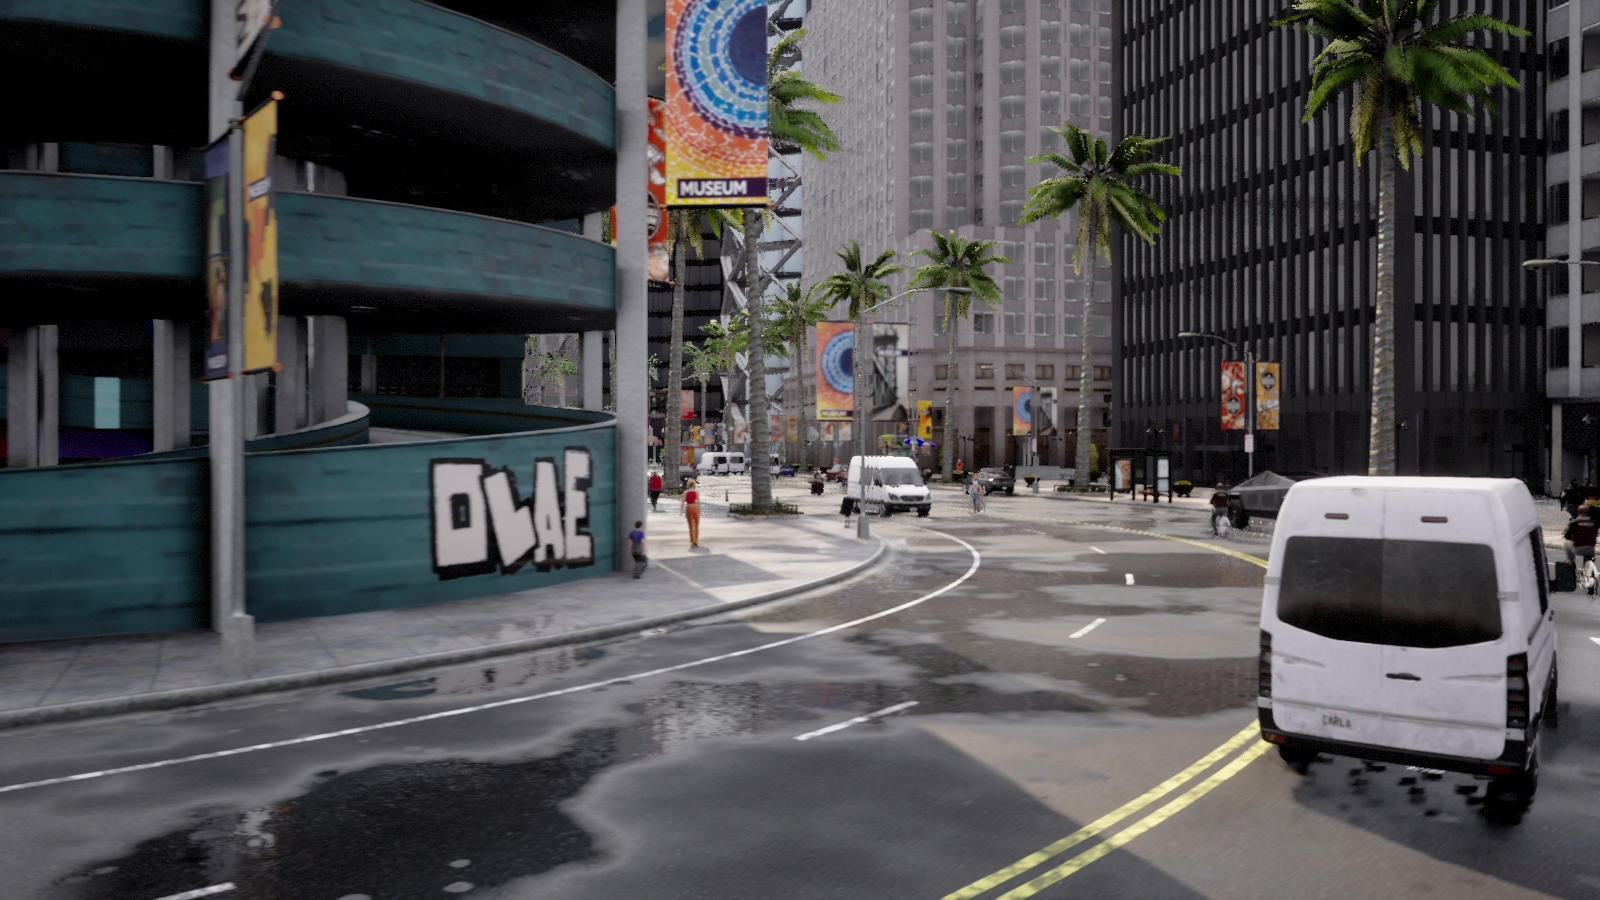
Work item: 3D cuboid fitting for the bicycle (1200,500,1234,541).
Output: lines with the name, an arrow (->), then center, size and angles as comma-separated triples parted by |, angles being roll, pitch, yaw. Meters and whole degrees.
bicycle -> 13.139, 2.214, 36.051 | 0.329, 1.171, 1.835 | 0, 0, -2

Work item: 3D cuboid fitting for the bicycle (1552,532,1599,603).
bicycle -> 14.815, 2.212, 21.744 | 0.329, 1.171, 1.835 | -1, 0, 17

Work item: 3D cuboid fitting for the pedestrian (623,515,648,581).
pedestrian -> -3.348, 1.980, 23.247 | 0.375, 1.300, 0.375 | 0, 0, 24

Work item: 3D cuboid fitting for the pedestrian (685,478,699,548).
pedestrian -> -2.911, 1.702, 30.920 | 0.375, 1.860, 0.375 | 0, 0, -6

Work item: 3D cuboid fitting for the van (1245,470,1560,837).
van -> 6.218, 1.536, 11.307 | 1.988, 2.561, 5.915 | 0, 0, 35

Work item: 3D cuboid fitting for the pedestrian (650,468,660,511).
pedestrian -> -6.288, 1.706, 49.646 | 0.375, 1.860, 0.375 | 0, 0, -14

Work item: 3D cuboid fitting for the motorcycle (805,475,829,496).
motorcycle -> 1.053, 2.216, 71.831 | 0.867, 1.251, 2.209 | 0, 0, -16

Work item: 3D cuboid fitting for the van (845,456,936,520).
van -> 3.809, 1.542, 49.139 | 1.988, 2.561, 5.915 | 0, 0, -16

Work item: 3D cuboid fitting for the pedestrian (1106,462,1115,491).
pedestrian -> 19.994, 1.709, 73.591 | 0.375, 1.860, 0.375 | 0, 0, -16

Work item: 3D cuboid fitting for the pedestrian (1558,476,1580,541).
pedestrian -> 22.358, 1.701, 33.215 | 0.375, 1.860, 0.375 | 0, 0, -9

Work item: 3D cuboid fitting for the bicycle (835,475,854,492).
bicycle -> 3.022, 2.268, 77.787 | 0.859, 1.080, 1.487 | 0, 0, -16

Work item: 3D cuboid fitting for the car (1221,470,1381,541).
car -> 16.567, 1.758, 38.273 | 2.390, 2.098, 6.274 | 0, 0, -2
